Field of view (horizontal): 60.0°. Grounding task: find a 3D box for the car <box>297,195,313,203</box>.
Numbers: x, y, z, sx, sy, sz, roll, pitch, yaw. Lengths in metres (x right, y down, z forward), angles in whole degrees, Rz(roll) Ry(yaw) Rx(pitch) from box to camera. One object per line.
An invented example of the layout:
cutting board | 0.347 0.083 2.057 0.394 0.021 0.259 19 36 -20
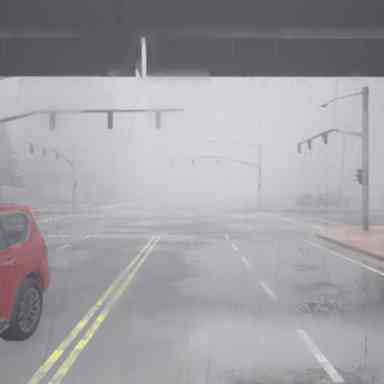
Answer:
car | 22.169 1.428 65.484 1.970 1.475 3.806 0 0 0

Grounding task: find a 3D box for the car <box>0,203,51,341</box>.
car | -3.557 1.216 3.600 2.150 2.045 5.566 0 1 1

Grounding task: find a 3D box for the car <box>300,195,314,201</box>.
car | 27.887 1.436 80.605 1.970 1.475 3.806 0 0 0

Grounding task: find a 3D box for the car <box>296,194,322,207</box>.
car | 16.628 1.178 48.052 1.932 1.855 4.605 0 0 0

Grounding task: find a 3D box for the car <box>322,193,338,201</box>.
car | 33.465 1.194 80.673 1.932 1.855 4.605 0 0 0

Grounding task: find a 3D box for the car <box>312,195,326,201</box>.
car | 30.782 1.405 80.613 1.784 1.438 3.905 0 0 0

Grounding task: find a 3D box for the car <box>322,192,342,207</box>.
car | 19.522 1.181 48.008 1.905 1.878 3.866 0 0 0

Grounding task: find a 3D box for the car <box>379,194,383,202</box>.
car | 39.066 1.187 65.630 1.932 1.855 4.605 0 0 0
